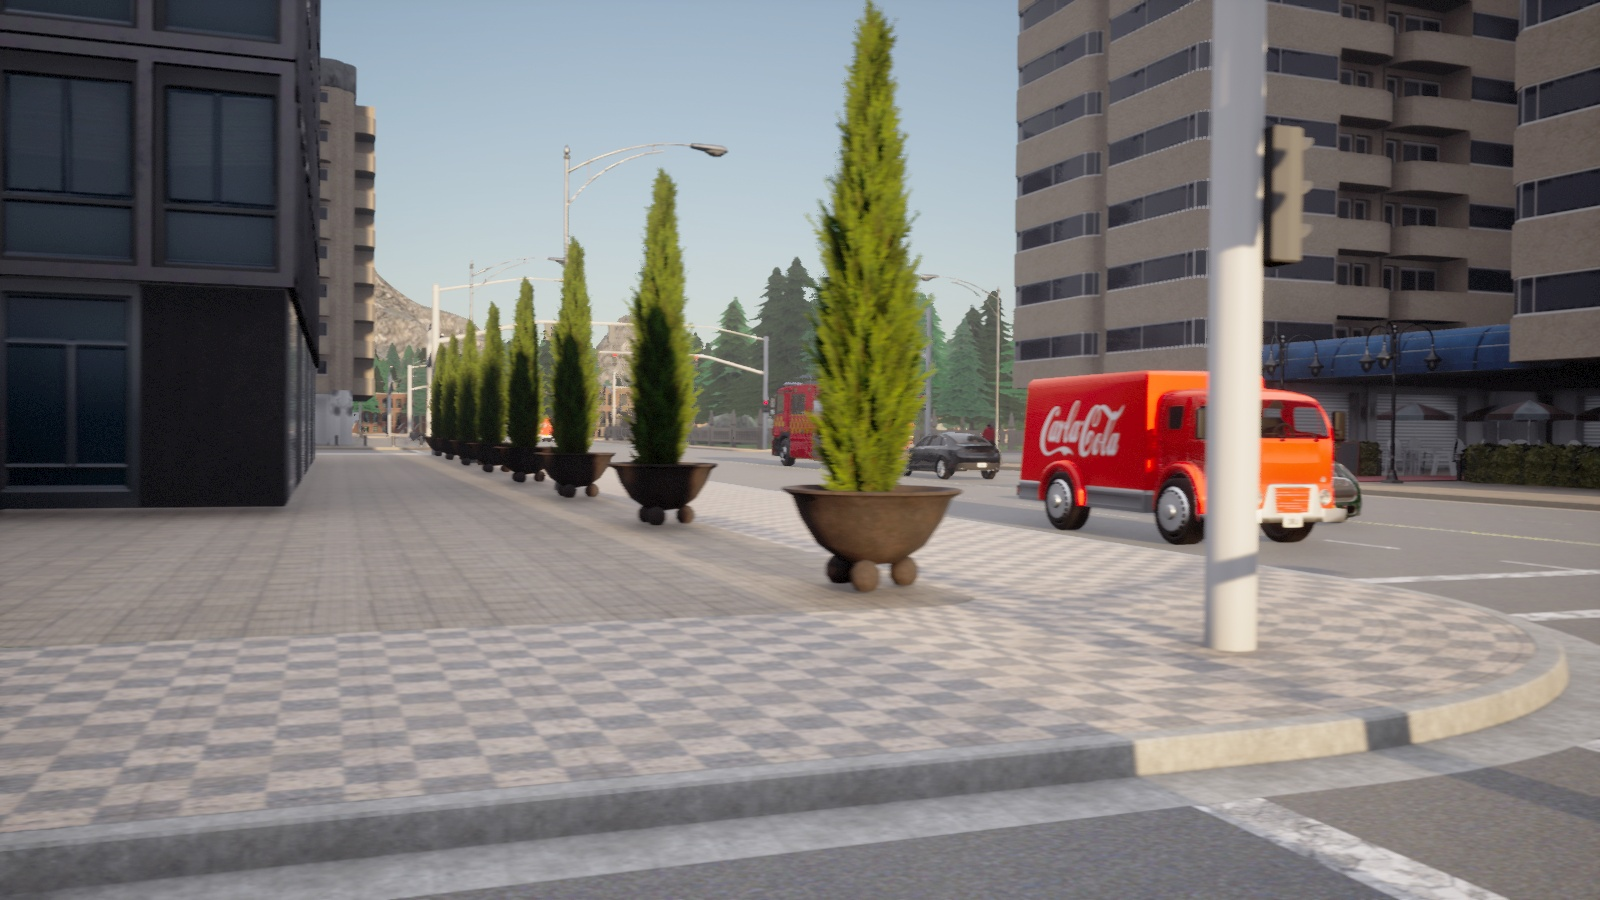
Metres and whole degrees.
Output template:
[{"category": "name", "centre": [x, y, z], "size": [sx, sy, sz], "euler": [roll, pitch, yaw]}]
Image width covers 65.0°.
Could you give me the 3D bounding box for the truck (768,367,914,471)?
[{"category": "truck", "centre": [1.467, -1.211, 50.930], "size": [2.891, 3.827, 8.468], "euler": [-1, 1, -20]}]

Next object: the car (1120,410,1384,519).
[{"category": "car", "centre": [8.066, 0.196, 22.931], "size": [2.097, 1.767, 4.553], "euler": [-1, 1, -20]}]

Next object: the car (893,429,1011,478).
[{"category": "car", "centre": [4.937, 0.073, 41.560], "size": [1.837, 1.490, 4.892], "euler": [-1, 1, -20]}]

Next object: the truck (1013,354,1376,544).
[{"category": "truck", "centre": [5.731, -0.062, 19.131], "size": [2.627, 2.467, 5.204], "euler": [-1, 1, -20]}]

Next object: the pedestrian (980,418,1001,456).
[{"category": "pedestrian", "centre": [9.370, -0.659, 61.854], "size": [0.634, 1.844, 0.899], "euler": [-1, 1, -20]}]
